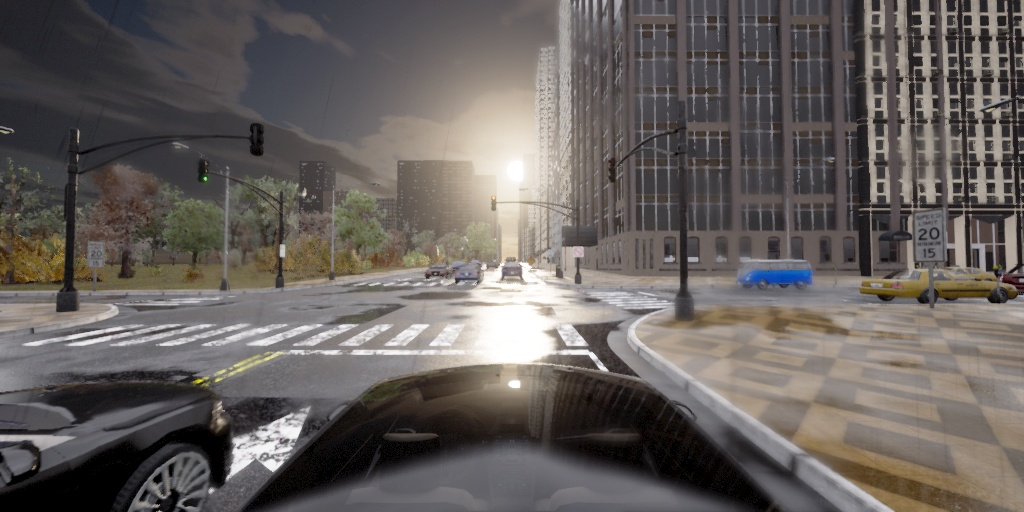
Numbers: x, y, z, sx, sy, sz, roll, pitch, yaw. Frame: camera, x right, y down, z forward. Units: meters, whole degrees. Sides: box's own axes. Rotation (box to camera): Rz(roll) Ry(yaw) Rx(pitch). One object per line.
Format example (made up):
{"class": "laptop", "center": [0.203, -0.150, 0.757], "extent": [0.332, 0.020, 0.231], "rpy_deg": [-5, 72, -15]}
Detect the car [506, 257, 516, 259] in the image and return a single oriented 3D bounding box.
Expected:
{"class": "car", "center": [-0.174, 1.170, 62.208], "extent": [2.150, 2.045, 5.566], "rpy_deg": [0, 0, 0]}

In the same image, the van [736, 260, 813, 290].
{"class": "van", "center": [15.889, 1.121, 21.777], "extent": [3.998, 1.789, 1.690], "rpy_deg": [0, 0, -1]}

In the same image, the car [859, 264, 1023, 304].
{"class": "car", "center": [16.293, 1.074, 13.760], "extent": [4.829, 1.417, 1.751], "rpy_deg": [0, 0, -1]}

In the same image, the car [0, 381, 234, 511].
{"class": "car", "center": [-3.142, 1.241, 0.883], "extent": [2.128, 1.511, 4.902], "rpy_deg": [0, 0, 0]}

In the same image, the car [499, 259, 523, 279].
{"class": "car", "center": [0.012, 1.291, 33.379], "extent": [1.882, 1.535, 5.008], "rpy_deg": [0, 0, 0]}

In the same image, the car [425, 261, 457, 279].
{"class": "car", "center": [-6.684, 1.377, 33.256], "extent": [1.994, 1.385, 4.181], "rpy_deg": [0, 0, 0]}

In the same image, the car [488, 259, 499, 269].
{"class": "car", "center": [-3.425, 1.442, 62.552], "extent": [2.128, 1.511, 4.902], "rpy_deg": [0, 0, 0]}

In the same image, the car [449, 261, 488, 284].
{"class": "car", "center": [-3.221, 1.346, 27.748], "extent": [2.033, 1.411, 5.357], "rpy_deg": [0, 0, 0]}

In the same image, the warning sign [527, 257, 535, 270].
{"class": "warning sign", "center": [2.711, 0.998, 50.679], "extent": [1.300, 1.860, 1.060], "rpy_deg": [0, 0, 0]}
